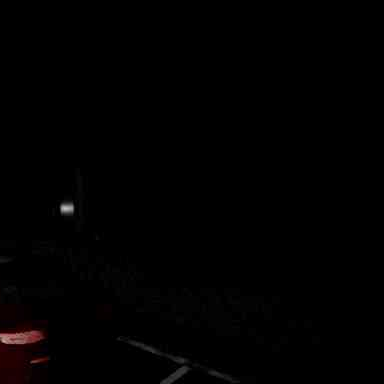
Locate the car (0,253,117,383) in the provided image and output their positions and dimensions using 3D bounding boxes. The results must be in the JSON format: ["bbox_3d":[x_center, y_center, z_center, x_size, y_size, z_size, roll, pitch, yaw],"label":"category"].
[{"bbox_3d":[-2.894,1.586,4.872,4.206,1.307,1.802,0,0,35],"label":"car"}]
